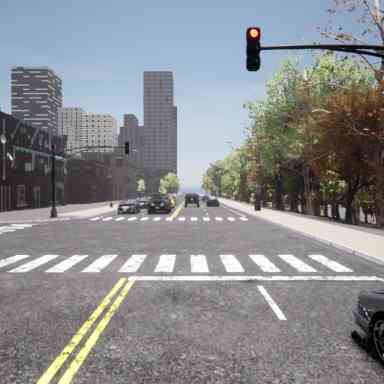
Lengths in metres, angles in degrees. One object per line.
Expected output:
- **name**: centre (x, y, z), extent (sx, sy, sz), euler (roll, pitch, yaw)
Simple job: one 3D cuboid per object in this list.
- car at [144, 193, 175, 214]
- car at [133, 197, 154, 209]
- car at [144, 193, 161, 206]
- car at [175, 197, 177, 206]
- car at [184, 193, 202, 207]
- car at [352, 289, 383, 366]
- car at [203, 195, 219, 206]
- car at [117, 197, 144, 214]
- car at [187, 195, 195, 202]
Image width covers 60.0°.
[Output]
- **car**: centre (-3.422, 1.210, 35.909), extent (2.150, 2.045, 5.566), euler (0, 0, 1)
- **car**: centre (-6.675, 1.476, 45.983), extent (2.128, 1.511, 4.902), euler (0, 0, 0)
- **car**: centre (-6.694, 1.201, 56.672), extent (2.150, 2.045, 5.566), euler (0, 0, 1)
- **car**: centre (-3.426, 1.462, 45.907), extent (1.882, 1.535, 5.008), euler (0, 0, 0)
- **car**: centre (-0.004, 1.203, 52.406), extent (2.150, 2.045, 5.566), euler (0, 0, 0)
- **car**: centre (3.345, 1.547, 2.571), extent (2.033, 1.411, 5.357), euler (0, 0, 0)
- **car**: centre (3.245, 1.545, 53.203), extent (1.994, 1.385, 4.181), euler (0, 0, 0)
- **car**: centre (-6.661, 1.481, 35.582), extent (2.128, 1.511, 4.902), euler (0, 0, 0)
- **car**: centre (-0.151, 1.494, 75.823), extent (1.812, 1.442, 4.674), euler (0, 0, 0)
